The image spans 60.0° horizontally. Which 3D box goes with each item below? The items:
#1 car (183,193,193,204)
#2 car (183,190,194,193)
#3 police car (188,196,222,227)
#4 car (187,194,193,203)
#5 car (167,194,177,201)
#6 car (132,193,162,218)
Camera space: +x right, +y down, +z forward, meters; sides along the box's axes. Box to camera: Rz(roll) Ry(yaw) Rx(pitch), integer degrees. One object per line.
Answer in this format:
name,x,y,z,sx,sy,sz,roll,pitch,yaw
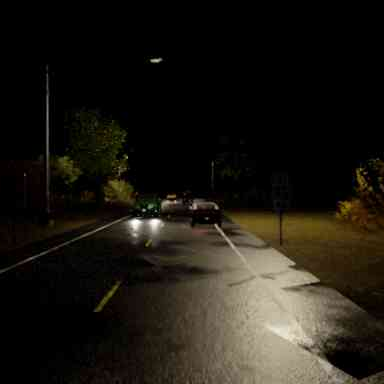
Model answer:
car,-0.600,1.281,56.807,2.033,1.411,5.357,0,0,-1
car,-0.836,0.660,76.401,2.150,2.045,5.566,0,0,-1
police car,0.848,1.333,22.124,1.930,1.638,5.238,0,0,-1
car,0.659,1.312,38.014,1.882,1.535,5.008,0,0,-1
car,-4.285,1.113,70.994,1.882,1.535,5.008,0,0,-1
car,-3.890,1.098,29.523,2.150,2.045,5.566,0,0,-1
